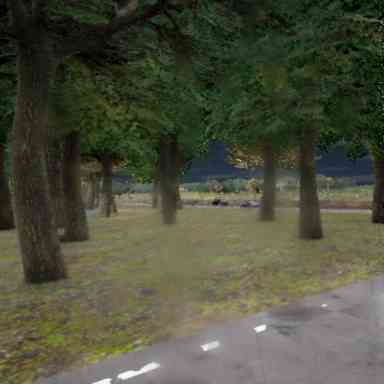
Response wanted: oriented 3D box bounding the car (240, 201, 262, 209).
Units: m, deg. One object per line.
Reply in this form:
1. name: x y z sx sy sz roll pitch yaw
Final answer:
1. car: 10.859 2.360 61.819 1.994 1.385 4.181 -1 0 -35

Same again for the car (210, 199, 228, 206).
1. car: 5.909 2.243 73.662 2.097 1.767 4.553 -1 0 -35
